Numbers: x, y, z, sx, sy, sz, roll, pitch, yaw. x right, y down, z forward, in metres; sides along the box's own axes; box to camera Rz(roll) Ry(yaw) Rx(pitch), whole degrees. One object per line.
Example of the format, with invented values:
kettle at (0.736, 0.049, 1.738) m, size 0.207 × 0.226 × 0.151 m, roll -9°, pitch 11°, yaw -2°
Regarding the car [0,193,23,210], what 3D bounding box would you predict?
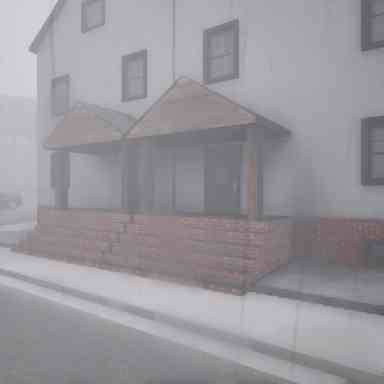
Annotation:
car at (-16.157, 0.891, 26.523) m, size 1.837 × 1.490 × 4.892 m, roll 0°, pitch 7°, yaw 35°
